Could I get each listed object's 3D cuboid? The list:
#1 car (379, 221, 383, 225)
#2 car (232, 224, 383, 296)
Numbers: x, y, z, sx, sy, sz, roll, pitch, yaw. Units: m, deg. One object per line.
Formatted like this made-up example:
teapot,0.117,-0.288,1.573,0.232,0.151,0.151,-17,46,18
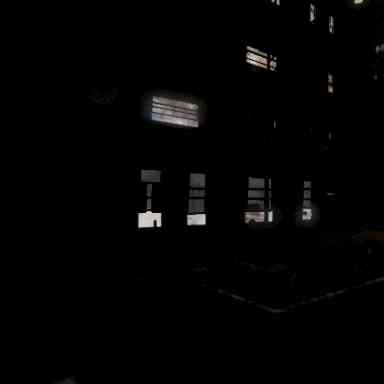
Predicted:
car,7.429,1.527,11.840,4.829,1.417,1.752,0,1,-35
car,2.939,1.581,8.639,4.206,1.307,1.802,0,1,-35
